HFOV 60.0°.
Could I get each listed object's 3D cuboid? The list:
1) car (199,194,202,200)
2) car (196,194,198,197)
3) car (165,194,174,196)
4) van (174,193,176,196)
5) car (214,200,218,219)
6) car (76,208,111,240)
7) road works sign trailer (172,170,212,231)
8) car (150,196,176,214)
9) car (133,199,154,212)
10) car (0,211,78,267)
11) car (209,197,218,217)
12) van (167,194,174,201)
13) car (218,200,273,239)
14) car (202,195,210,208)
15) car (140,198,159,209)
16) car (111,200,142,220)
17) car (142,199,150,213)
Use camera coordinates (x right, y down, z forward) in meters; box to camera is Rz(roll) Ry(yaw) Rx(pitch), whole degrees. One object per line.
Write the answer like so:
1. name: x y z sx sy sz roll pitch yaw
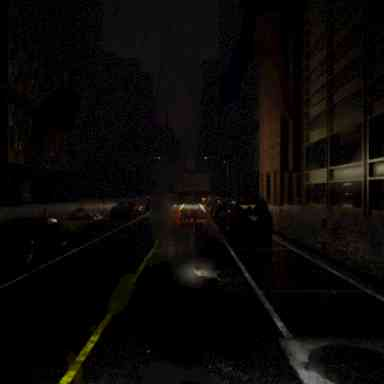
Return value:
1. car: 2.756 1.469 62.581 1.967 1.590 4.097 0 0 0
2. car: 2.754 1.638 90.970 1.802 1.307 4.206 0 0 0
3. car: -5.770 1.480 73.930 1.967 1.590 4.097 0 0 0
4. van: -5.771 1.391 85.286 1.690 1.788 3.998 0 0 0
5. car: 2.760 1.528 23.009 1.752 1.417 4.829 0 0 0
6. car: -5.765 1.527 16.986 1.752 1.417 4.829 0 0 0
7. road works sign trailer: -0.002 0.467 20.368 2.380 3.560 2.880 0 0 0
8. car: -3.099 1.486 35.451 1.882 1.535 5.008 0 0 0
9. car: -5.767 1.556 39.866 1.887 1.381 4.507 0 0 0
10. car: -5.764 1.567 11.479 1.947 1.339 4.313 0 0 0
11. car: 2.759 1.445 28.517 1.967 1.590 4.097 0 0 0
12. van: -5.771 1.397 90.963 1.690 1.788 3.998 0 0 0
13. car: 2.760 1.317 17.160 2.192 1.841 5.009 0 0 0
14. car: 2.758 1.455 45.549 1.967 1.590 4.097 0 0 0
15. car: -5.767 1.581 45.543 1.947 1.339 4.313 0 0 0
16. car: -5.766 1.550 28.511 1.887 1.381 4.507 0 0 0
17. car: -5.766 1.533 34.019 1.752 1.417 4.829 0 0 0
